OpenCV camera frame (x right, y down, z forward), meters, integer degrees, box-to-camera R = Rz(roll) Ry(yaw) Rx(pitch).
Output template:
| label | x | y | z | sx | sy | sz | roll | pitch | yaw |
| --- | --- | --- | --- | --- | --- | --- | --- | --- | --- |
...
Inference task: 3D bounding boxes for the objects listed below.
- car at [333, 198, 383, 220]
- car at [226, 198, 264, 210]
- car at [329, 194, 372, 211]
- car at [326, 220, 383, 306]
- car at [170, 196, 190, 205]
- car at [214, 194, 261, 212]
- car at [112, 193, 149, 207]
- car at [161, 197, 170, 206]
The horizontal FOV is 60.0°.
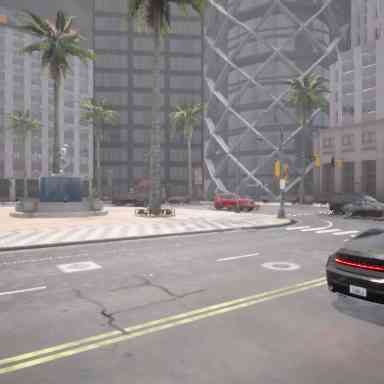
| label | x | y | z | sx | sy | sz | roll | pitch | yaw |
| --- | --- | --- | --- | --- | --- | --- | --- | --- | --- |
| car | 14.602 | 1.492 | 27.063 | 2.128 | 1.511 | 4.902 | 0 | 0 | -36 |
| car | 6.819 | 1.526 | 43.204 | 1.812 | 1.442 | 4.674 | 0 | 0 | -42 |
| car | 15.810 | 1.221 | 31.395 | 2.150 | 2.045 | 5.566 | 0 | 0 | -36 |
| car | 4.923 | 1.505 | 7.306 | 4.892 | 1.490 | 1.837 | 0 | 0 | -35 |
| car | -2.807 | 1.477 | 59.063 | 5.008 | 1.535 | 1.882 | 0 | 0 | 24 |
| car | 5.096 | 1.222 | 39.946 | 2.150 | 2.045 | 5.566 | 0 | 0 | -40 |
| car | -9.275 | 1.225 | 50.139 | 5.566 | 2.045 | 2.150 | 0 | 0 | 16 |
| car | -6.825 | 1.225 | 52.937 | 5.566 | 2.045 | 2.150 | -1 | 0 | 18 |
